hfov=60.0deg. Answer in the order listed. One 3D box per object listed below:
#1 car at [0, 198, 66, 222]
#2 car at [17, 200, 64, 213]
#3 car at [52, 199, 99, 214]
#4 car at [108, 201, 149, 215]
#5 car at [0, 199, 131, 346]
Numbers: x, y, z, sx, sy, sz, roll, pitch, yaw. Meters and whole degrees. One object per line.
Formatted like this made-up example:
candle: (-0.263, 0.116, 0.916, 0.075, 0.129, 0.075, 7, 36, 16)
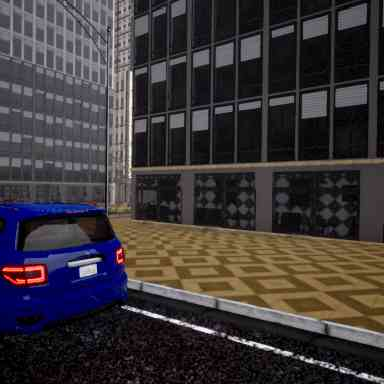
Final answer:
car: (-14.124, 1.519, 29.521, 2.192, 1.841, 5.009, 1, 0, 36)
car: (-17.620, 1.643, 38.896, 1.752, 1.417, 4.829, 1, 0, 36)
car: (-13.804, 1.663, 39.687, 1.882, 1.535, 5.008, 1, 0, 36)
car: (-7.324, 1.830, 38.731, 1.752, 1.417, 4.829, 1, 0, 36)
car: (-3.683, 1.218, 6.311, 5.566, 2.045, 2.150, 0, 0, 35)
